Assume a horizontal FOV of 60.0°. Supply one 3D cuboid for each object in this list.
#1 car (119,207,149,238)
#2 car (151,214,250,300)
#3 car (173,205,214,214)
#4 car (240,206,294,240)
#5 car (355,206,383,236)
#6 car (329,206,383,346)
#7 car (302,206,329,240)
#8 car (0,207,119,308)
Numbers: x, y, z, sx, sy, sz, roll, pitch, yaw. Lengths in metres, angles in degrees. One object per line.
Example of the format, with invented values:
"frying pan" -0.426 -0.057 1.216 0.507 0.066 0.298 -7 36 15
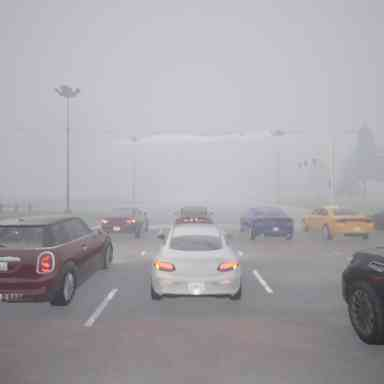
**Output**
"car" -3.396 1.484 17.273 1.812 1.442 4.674 0 0 0
"car" 0.092 1.506 8.194 1.812 1.442 4.674 0 0 0
"car" 0.103 1.463 17.274 1.837 1.490 4.892 0 0 0
"car" 3.603 1.437 16.742 1.882 1.535 5.008 0 0 0
"car" 10.605 1.507 16.856 2.033 1.411 5.357 0 0 0
"car" 3.590 1.214 3.189 2.150 2.045 5.566 0 0 0
"car" 7.106 1.437 16.777 1.882 1.535 5.008 0 0 0
"car" -3.413 1.333 8.054 2.097 1.767 4.553 0 0 0
